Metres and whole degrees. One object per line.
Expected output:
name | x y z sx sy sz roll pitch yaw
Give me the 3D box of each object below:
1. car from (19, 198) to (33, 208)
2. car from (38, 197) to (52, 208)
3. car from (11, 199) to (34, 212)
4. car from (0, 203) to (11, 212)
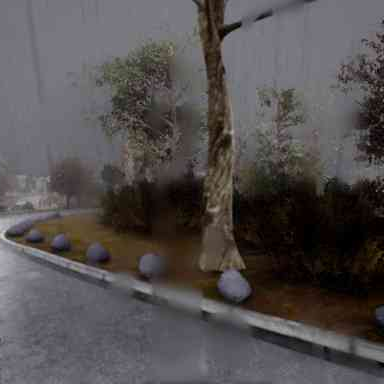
car | -31.059 2.054 62.231 2.097 1.767 4.553 0 0 -23
car | -28.240 1.913 63.889 2.150 2.045 5.566 0 0 -23
car | -24.673 2.095 48.629 1.812 1.442 4.674 0 -1 -4
car | -27.747 2.155 46.409 1.895 1.301 4.718 0 -1 -2
